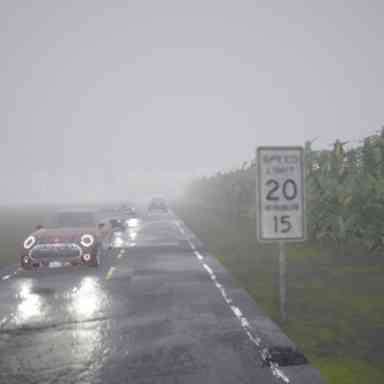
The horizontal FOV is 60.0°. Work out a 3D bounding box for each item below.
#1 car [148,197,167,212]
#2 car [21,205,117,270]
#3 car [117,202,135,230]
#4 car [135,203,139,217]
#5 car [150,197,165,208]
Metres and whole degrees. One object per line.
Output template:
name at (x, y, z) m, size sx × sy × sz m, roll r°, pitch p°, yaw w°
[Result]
car at (-3.998, 1.344, 38.646) m, size 2.097 × 1.767 × 4.553 m, roll -1°, pitch 0°, yaw -6°
car at (-3.988, 1.390, 11.311) m, size 2.097 × 1.767 × 4.553 m, roll -1°, pitch 0°, yaw -6°
car at (-5.100, 1.585, 21.626) m, size 2.033 × 1.411 × 5.357 m, roll -1°, pitch 0°, yaw -6°
car at (-6.168, 1.638, 31.728) m, size 1.895 × 1.301 × 4.718 m, roll -1°, pitch 0°, yaw -6°
car at (-5.116, 1.487, 48.937) m, size 2.128 × 1.511 × 4.902 m, roll -1°, pitch 0°, yaw -6°
